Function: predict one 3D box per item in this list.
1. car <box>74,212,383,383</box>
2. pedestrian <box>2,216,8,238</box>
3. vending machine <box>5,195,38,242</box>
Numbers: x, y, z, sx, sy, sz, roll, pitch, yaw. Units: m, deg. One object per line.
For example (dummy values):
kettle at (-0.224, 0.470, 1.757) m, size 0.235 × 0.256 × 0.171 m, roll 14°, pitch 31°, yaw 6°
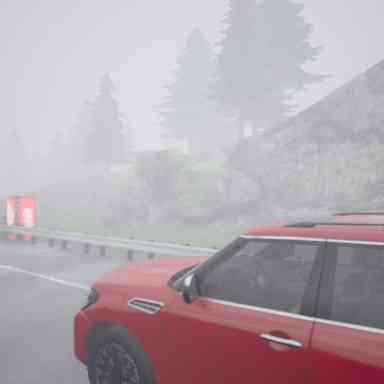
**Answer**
car at (1.295, 1.222, 3.068) m, size 5.566 × 2.045 × 2.150 m, roll 0°, pitch 0°, yaw 35°
pedestrian at (-8.989, 1.669, 16.176) m, size 0.500 × 1.100 × 0.500 m, roll 0°, pitch 0°, yaw 35°
vending machine at (-8.044, 1.191, 15.745) m, size 0.880 × 2.100 × 1.100 m, roll 0°, pitch 0°, yaw 35°
